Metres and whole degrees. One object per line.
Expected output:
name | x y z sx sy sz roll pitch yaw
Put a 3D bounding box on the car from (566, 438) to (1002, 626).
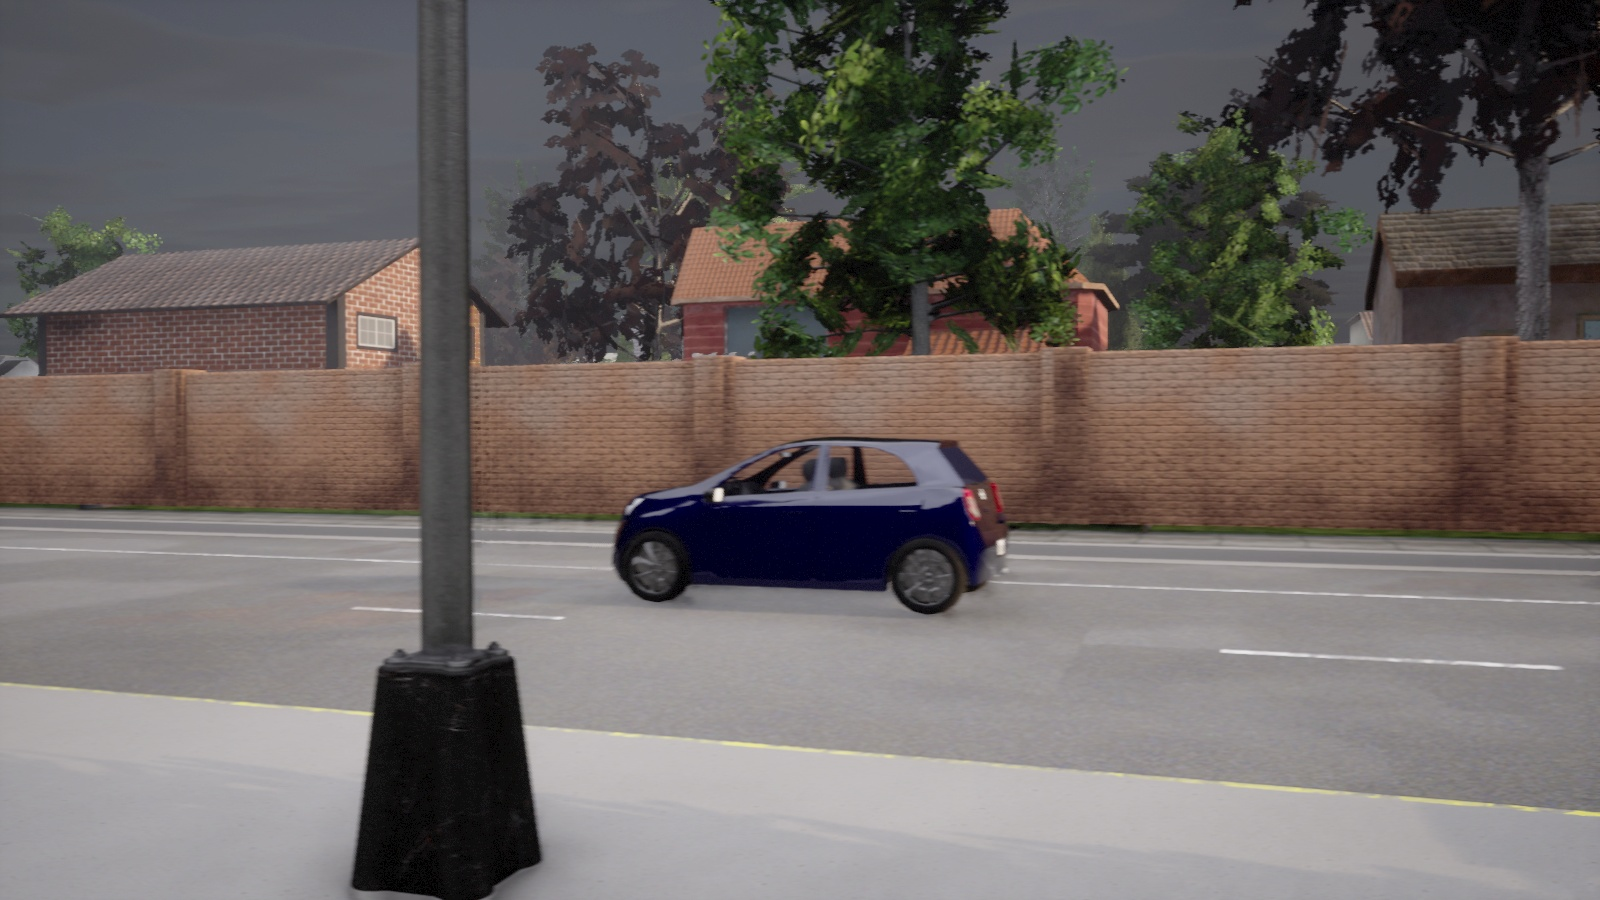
car | -0.099 0.653 11.666 3.633 1.501 1.845 1 1 19
